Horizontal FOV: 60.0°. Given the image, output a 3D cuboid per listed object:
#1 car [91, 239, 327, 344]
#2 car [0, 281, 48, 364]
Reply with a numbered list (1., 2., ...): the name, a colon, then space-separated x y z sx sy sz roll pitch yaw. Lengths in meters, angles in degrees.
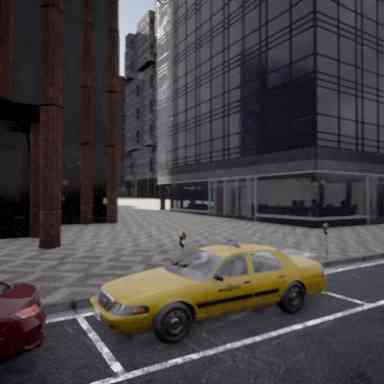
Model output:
1. car: 0.564 1.642 6.524 4.829 1.417 1.752 1 -1 -31
2. car: -3.943 1.641 3.796 4.206 1.307 1.802 1 -1 -31
